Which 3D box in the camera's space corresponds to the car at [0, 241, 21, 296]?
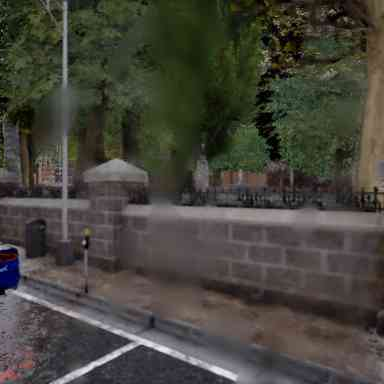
[{"bbox_3d":[-5.597,1.337,7.035,5.008,1.535,1.882,1,1,36],"label":"car"}]
